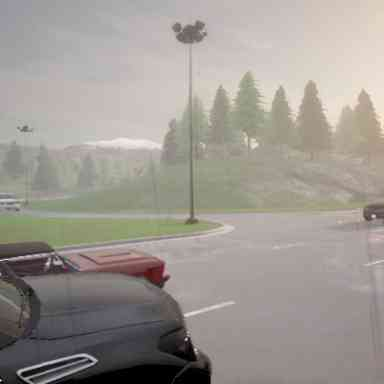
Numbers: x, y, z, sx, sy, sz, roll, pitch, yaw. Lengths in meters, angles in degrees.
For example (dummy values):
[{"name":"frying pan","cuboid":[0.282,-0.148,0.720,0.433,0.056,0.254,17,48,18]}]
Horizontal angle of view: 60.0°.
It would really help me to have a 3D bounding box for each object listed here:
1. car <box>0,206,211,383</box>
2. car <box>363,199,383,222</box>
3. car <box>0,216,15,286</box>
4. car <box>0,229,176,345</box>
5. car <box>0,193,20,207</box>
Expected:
[{"name":"car","cuboid":[-2.498,1.236,1.965,5.566,2.045,2.150,-1,1,-35]},{"name":"car","cuboid":[13.008,1.174,21.606,4.892,1.490,1.837,-1,1,-35]},{"name":"car","cuboid":[-6.908,1.499,7.417,5.008,1.535,1.882,-1,1,-35]},{"name":"car","cuboid":[-2.791,1.585,6.055,4.718,1.301,1.895,-1,1,-35]},{"name":"car","cuboid":[-20.953,1.160,37.087,2.150,2.045,5.566,-2,1,-42]}]
